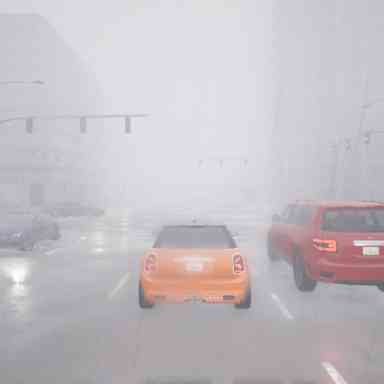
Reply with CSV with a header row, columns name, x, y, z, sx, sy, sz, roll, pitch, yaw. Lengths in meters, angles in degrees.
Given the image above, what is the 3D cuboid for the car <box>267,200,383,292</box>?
name,x,y,z,sx,sy,sz,roll,pitch,yaw
car,3.547,1.221,9.059,2.150,2.045,5.566,0,0,2

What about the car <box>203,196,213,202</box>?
name,x,y,z,sx,sy,sz,roll,pitch,yaw
car,3.612,1.524,74.389,1.812,1.442,4.674,0,0,0

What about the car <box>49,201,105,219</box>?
name,x,y,z,sx,sy,sz,roll,pitch,yaw
car,-9.906,1.506,28.362,4.892,1.490,1.837,0,0,1

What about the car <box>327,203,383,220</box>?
name,x,y,z,sx,sy,sz,roll,pitch,yaw
car,14.101,1.601,28.082,4.718,1.301,1.895,0,0,1

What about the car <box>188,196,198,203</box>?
name,x,y,z,sx,sy,sz,roll,pitch,yaw
car,0.218,1.526,68.494,1.812,1.442,4.674,0,0,0

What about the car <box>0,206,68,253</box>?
name,x,y,z,sx,sy,sz,roll,pitch,yaw
car,-7.003,1.526,13.889,1.812,1.442,4.674,0,0,-2

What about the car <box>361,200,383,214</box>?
name,x,y,z,sx,sy,sz,roll,pitch,yaw
car,20.508,1.564,35.209,4.181,1.385,1.994,0,0,1

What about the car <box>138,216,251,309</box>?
name,x,y,z,sx,sy,sz,roll,pitch,yaw
car,0.069,1.352,8.037,2.097,1.767,4.553,0,0,1
